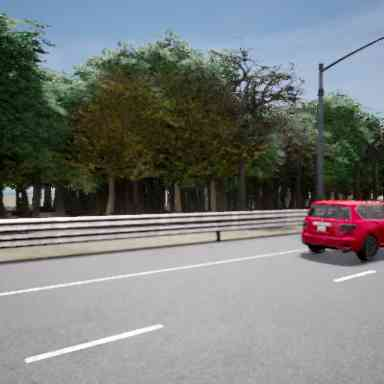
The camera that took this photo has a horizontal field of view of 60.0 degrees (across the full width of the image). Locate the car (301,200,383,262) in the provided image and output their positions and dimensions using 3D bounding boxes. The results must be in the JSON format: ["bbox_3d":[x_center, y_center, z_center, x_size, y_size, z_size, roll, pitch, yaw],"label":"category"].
[{"bbox_3d":[6.596,1.347,12.852,5.566,2.045,2.150,0,0,-35],"label":"car"}]
